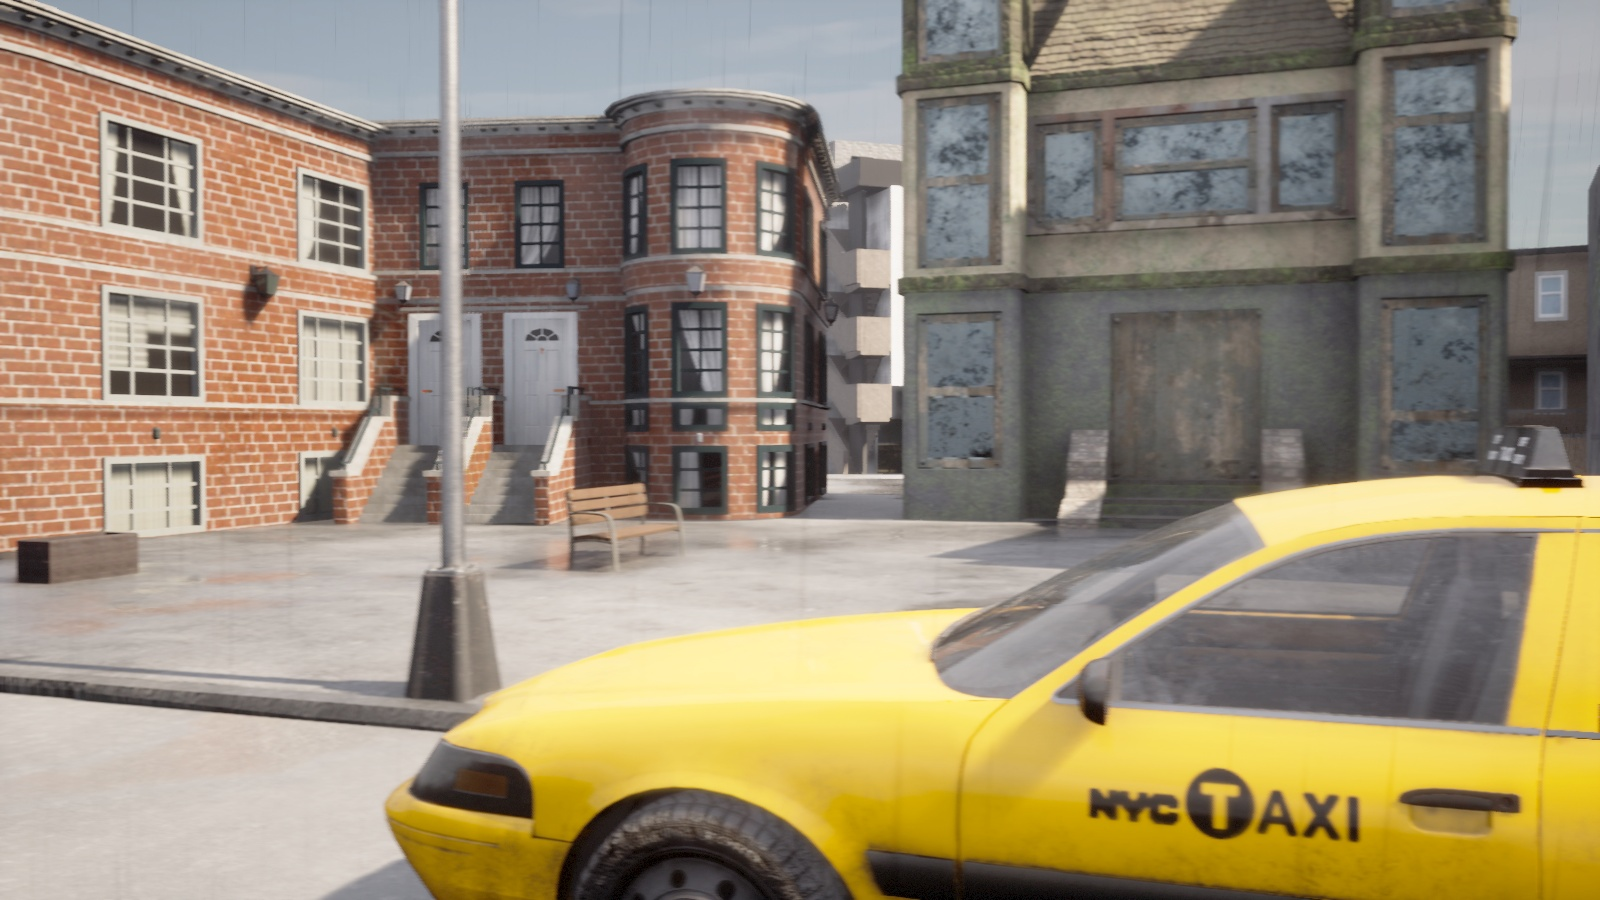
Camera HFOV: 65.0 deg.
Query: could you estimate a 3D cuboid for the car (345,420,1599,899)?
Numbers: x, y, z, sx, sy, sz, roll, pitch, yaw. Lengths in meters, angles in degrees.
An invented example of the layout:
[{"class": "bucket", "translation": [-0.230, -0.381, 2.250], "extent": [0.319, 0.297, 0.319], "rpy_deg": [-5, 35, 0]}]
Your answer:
[{"class": "car", "translation": [1.671, 0.721, 3.199], "extent": [5.366, 1.575, 1.801], "rpy_deg": [1, 1, 19]}]
